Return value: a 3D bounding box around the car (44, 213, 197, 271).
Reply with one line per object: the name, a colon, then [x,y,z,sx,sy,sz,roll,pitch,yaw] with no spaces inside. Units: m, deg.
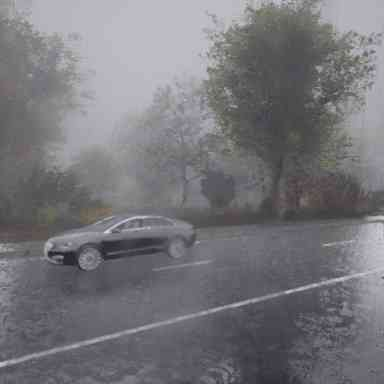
car: [-2.118,1.449,10.820,4.902,1.511,2.128,0,0,-34]
